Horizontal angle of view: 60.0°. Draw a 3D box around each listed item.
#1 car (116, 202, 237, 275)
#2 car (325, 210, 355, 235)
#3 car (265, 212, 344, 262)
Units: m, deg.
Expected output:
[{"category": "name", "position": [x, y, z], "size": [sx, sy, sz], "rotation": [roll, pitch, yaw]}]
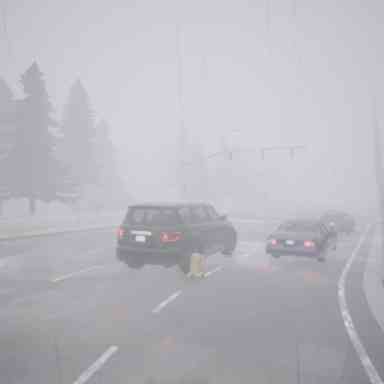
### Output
[{"category": "car", "position": [-0.229, 1.346, 11.200], "size": [2.150, 2.045, 5.566], "rotation": [0, -1, 25]}, {"category": "car", "position": [9.049, 1.825, 20.923], "size": [1.994, 1.385, 4.181], "rotation": [0, -1, 30]}, {"category": "car", "position": [4.423, 1.706, 12.923], "size": [2.033, 1.411, 5.357], "rotation": [0, -1, 30]}]
